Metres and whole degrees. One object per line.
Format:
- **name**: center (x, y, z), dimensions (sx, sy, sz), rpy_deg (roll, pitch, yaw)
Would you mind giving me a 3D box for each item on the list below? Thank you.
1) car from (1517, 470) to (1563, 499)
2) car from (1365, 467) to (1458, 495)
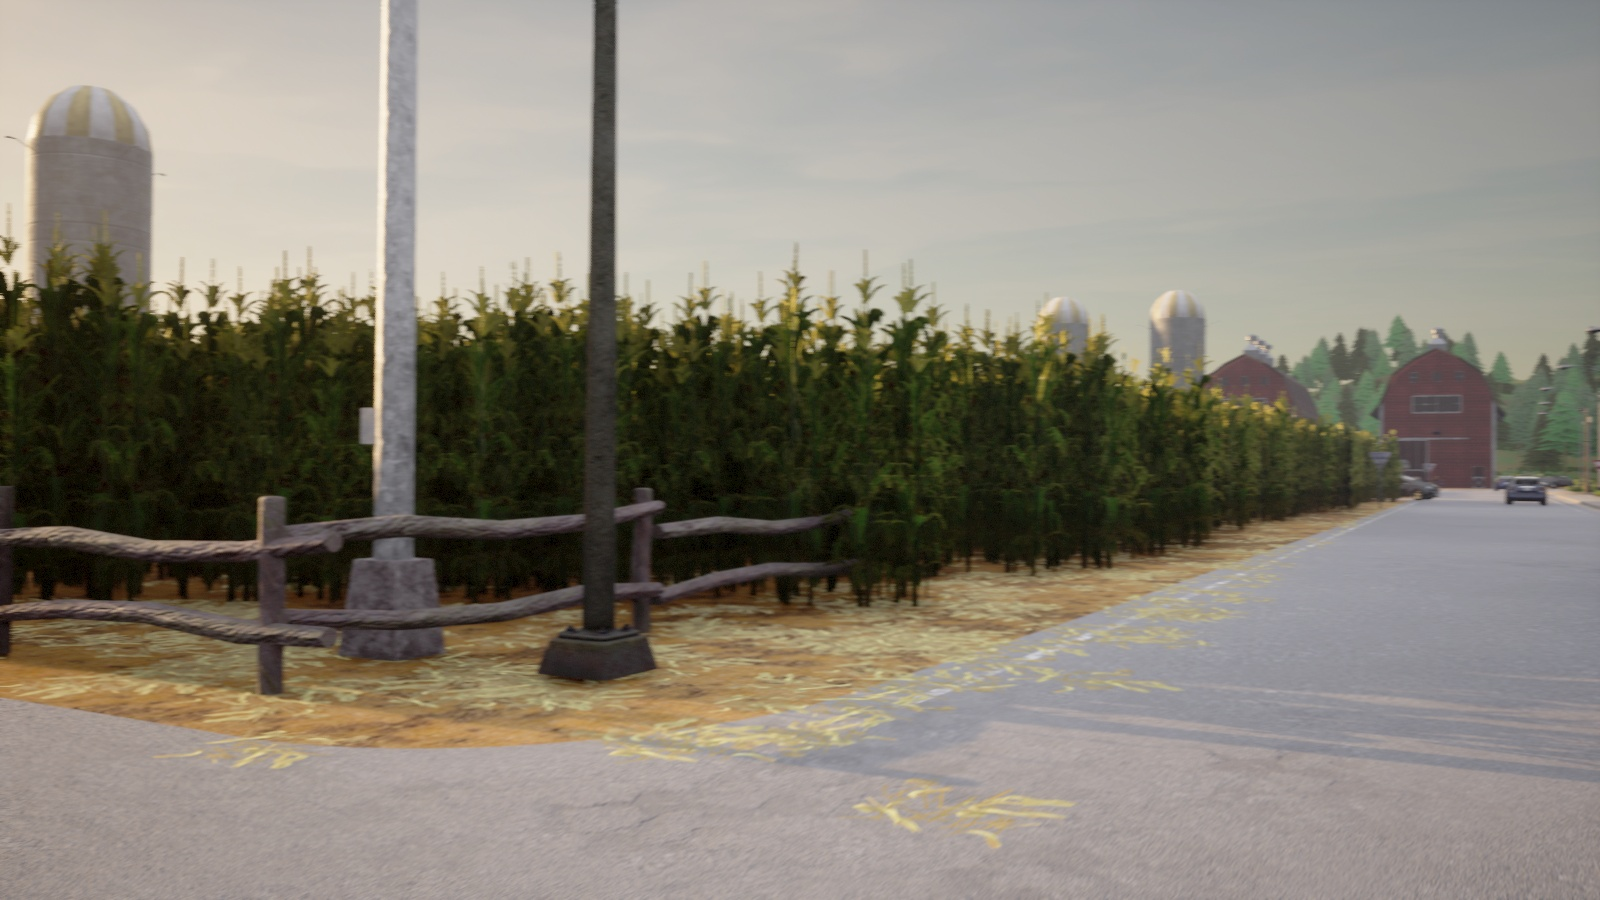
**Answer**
- **car**: center (39.101, 1.822, 66.464), dimensions (1.970, 1.475, 3.806), rpy_deg (0, -1, 29)
- **car**: center (37.051, 1.848, 76.151), dimensions (4.611, 1.667, 2.242), rpy_deg (-1, -2, 43)
